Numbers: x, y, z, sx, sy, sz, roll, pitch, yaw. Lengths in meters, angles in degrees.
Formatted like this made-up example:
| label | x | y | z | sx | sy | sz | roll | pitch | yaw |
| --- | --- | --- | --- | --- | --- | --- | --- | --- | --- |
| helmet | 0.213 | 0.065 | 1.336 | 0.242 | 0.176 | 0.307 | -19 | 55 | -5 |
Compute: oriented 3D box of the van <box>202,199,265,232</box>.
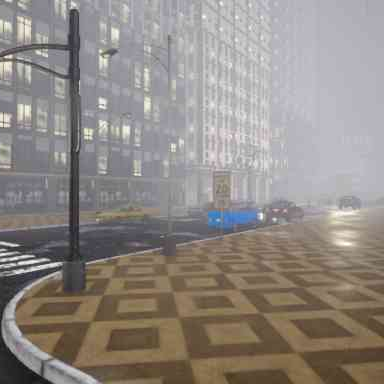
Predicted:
| label | x | y | z | sx | sy | sz | roll | pitch | yaw |
| --- | --- | --- | --- | --- | --- | --- | --- | --- | --- |
| van | 2.616 | 1.368 | 20.251 | 1.690 | 1.788 | 3.998 | 0 | 0 | 38 |

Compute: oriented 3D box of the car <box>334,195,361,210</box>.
| label | x | y | z | sx | sy | sz | roll | pitch | yaw |
| --- | --- | --- | --- | --- | --- | --- | --- | --- | --- |
| car | 21.138 | 1.368 | 44.528 | 2.192 | 1.841 | 5.009 | 0 | 0 | 38 |

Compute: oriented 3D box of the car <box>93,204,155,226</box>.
| label | x | y | z | sx | sy | sz | roll | pitch | yaw |
| --- | --- | --- | --- | --- | --- | --- | --- | --- | --- |
| car | -4.776 | 1.540 | 23.960 | 1.752 | 1.417 | 4.829 | 0 | 0 | 38 |

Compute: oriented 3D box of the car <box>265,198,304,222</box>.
| label | x | y | z | sx | sy | sz | roll | pitch | yaw |
| --- | --- | --- | --- | --- | --- | --- | --- | --- | --- |
| car | 7.574 | 1.472 | 26.883 | 1.967 | 1.590 | 4.097 | 0 | 0 | 38 |

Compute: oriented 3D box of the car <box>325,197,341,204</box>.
| label | x | y | z | sx | sy | sz | roll | pitch | yaw |
| --- | --- | --- | --- | --- | --- | --- | --- | --- | --- |
| car | 28.454 | 1.624 | 66.975 | 2.008 | 1.369 | 4.403 | 0 | 0 | 38 |

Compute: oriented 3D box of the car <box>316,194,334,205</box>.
| label | x | y | z | sx | sy | sz | roll | pitch | yaw |
| --- | --- | --- | --- | --- | --- | --- | --- | --- | --- |
| car | 25.064 | 1.381 | 62.565 | 2.192 | 1.841 | 5.009 | 0 | 0 | 38 |

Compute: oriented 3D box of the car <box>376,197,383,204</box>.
| label | x | y | z | sx | sy | sz | roll | pitch | yaw |
| --- | --- | --- | --- | --- | --- | --- | --- | --- | --- |
| car | 38.091 | 1.658 | 66.582 | 1.947 | 1.339 | 4.313 | 0 | 0 | 38 |

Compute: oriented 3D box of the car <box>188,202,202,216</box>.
| label | x | y | z | sx | sy | sz | roll | pitch | yaw |
| --- | --- | --- | --- | --- | --- | --- | --- | --- | --- |
| car | 1.327 | 1.604 | 31.687 | 1.802 | 1.307 | 4.206 | 0 | 0 | 38 |
